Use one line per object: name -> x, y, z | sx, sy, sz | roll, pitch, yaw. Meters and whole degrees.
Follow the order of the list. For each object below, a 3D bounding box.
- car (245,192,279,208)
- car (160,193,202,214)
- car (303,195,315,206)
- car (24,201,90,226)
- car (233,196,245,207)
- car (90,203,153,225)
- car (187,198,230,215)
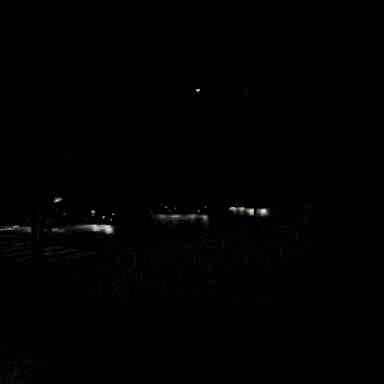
car -> 9.611, 1.047, 43.997 | 2.150, 2.045, 5.566 | 0, 0, 35
car -> -0.913, 1.107, 34.821 | 2.150, 2.045, 5.566 | 0, 0, 36
car -> 18.385, 1.277, 50.470 | 1.837, 1.490, 4.892 | 0, 0, 35
car -> -9.114, 1.450, 23.258 | 1.837, 1.490, 4.892 | 0, 1, 35
car -> 7.429, 1.318, 46.530 | 2.128, 1.511, 4.902 | 0, 0, 36
car -> -4.755, 1.491, 23.796 | 1.994, 1.385, 4.181 | 0, 0, 35
car -> 1.904, 1.480, 33.184 | 1.895, 1.301, 4.718 | 0, 0, 35
